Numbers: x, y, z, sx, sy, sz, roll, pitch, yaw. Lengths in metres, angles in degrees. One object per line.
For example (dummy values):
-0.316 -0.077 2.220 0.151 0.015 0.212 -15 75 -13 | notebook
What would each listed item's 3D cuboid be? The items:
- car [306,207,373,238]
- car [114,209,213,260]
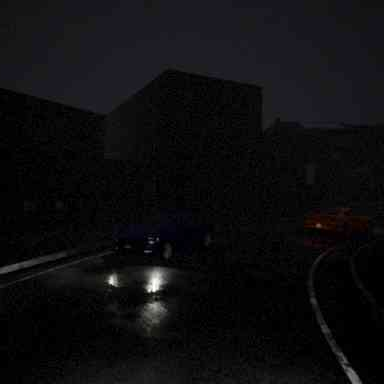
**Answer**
8.360 1.590 18.648 5.008 1.535 1.882 1 -1 -41 | car
-0.875 1.471 12.734 1.882 1.535 5.008 0 0 28 | car
